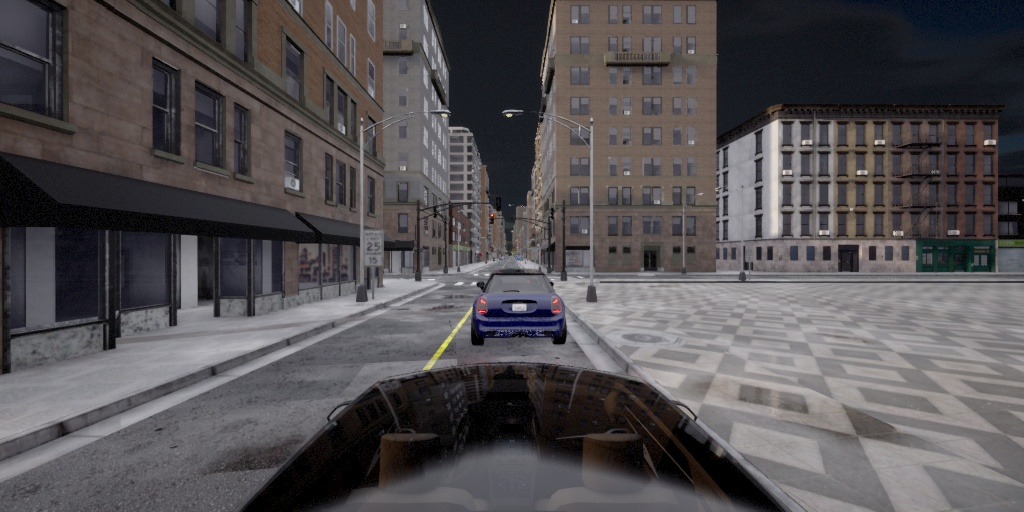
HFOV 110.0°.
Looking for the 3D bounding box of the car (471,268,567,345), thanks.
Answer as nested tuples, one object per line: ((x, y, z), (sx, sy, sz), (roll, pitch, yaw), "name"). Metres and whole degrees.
((0.102, 1.102, 9.661), (2.097, 1.767, 4.553), (0, 0, -1), "car")
